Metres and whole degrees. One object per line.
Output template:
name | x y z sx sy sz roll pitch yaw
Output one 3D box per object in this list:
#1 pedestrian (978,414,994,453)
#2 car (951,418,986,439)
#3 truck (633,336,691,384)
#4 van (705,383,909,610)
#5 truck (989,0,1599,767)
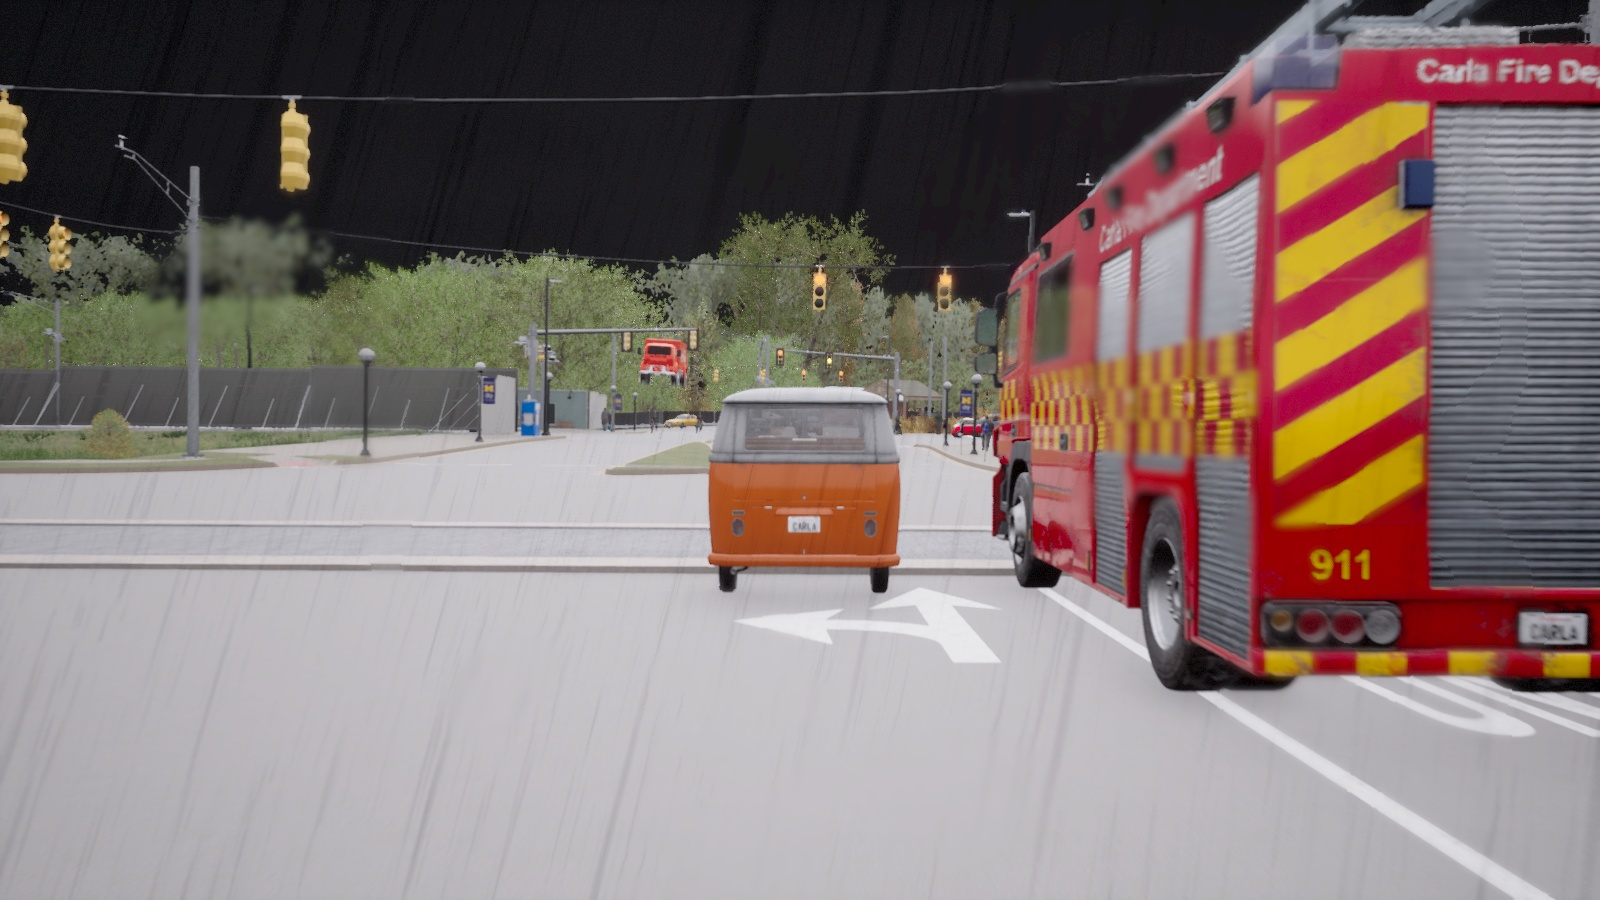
pedestrian | 9.277 -0.834 62.700 0.563 1.883 0.849 1 2 -3
car | 11.704 -1.494 87.388 2.207 1.376 1.481 0 2 -3
truck | -8.094 -5.268 74.055 2.627 2.467 5.204 4 2 1
van | 0.064 0.320 13.227 1.775 1.987 4.442 0 2 0
truck | 3.577 -0.502 9.996 2.891 3.827 8.468 0 1 0
